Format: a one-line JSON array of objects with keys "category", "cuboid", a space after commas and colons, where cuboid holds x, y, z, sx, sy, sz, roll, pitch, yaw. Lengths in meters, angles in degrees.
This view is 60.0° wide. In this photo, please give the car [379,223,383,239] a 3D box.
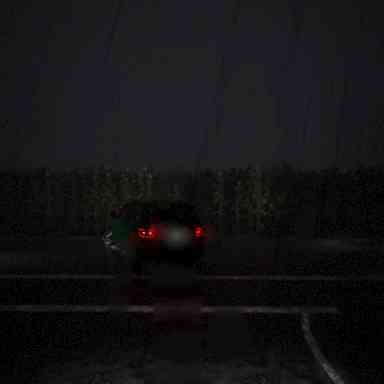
[{"category": "car", "cuboid": [11.117, 1.578, 14.932, 5.008, 1.535, 1.882, 0, 0, 1]}]

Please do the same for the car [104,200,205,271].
[{"category": "car", "cuboid": [-1.481, 1.301, 11.550, 2.150, 2.045, 5.566, 1, -1, -23]}]
